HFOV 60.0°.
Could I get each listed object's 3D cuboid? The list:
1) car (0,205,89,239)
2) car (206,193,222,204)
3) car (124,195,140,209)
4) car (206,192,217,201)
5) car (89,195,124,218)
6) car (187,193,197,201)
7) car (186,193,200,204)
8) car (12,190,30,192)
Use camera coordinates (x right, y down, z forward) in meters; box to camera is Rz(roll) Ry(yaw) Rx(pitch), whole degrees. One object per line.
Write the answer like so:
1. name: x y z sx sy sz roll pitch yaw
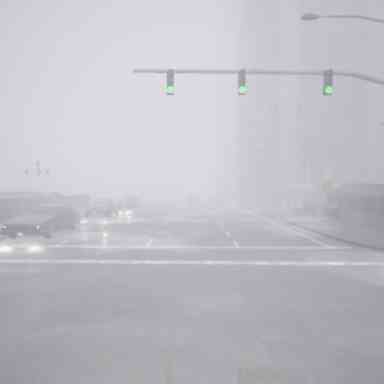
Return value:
1. car: -7.081 1.332 16.363 2.033 1.411 5.357 0 1 0
2. car: 3.556 1.039 51.052 2.033 1.411 5.357 0 1 0
3. car: -6.981 1.085 37.037 2.128 1.511 4.902 0 1 0
4. car: 3.567 0.873 61.345 1.882 1.535 5.008 0 1 0
5. car: -7.060 1.216 26.608 1.812 1.442 4.674 0 1 1
6. car: 0.067 0.911 61.396 1.812 1.442 4.674 0 1 0
7. car: 0.154 0.965 50.456 1.882 1.535 5.008 0 0 0
8. car: -28.721 0.581 54.623 4.605 1.855 1.932 0 1 0
